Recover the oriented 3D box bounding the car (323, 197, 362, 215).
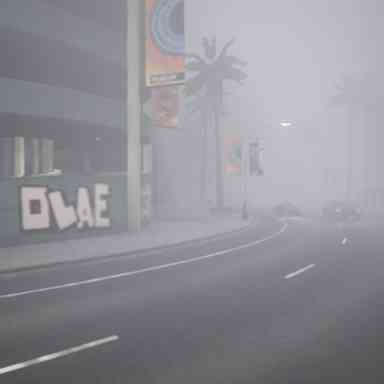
[{"bbox_3d":[16.451,1.505,36.617,2.097,1.767,4.553,0,0,-1],"label":"car"}]

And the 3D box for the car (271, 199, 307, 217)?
[{"bbox_3d":[9.404,1.720,32.729,1.994,1.385,4.181,0,0,1],"label":"car"}]

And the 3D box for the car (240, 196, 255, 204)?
[{"bbox_3d":[11.353,1.772,69.184,1.895,1.301,4.718,0,0,-3],"label":"car"}]

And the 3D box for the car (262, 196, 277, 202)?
[{"bbox_3d":[20.412,1.795,89.388,2.185,1.767,4.553,0,0,-3],"label":"car"}]

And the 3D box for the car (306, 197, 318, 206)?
[{"bbox_3d":[21.929,1.748,60.052,2.231,1.521,4.892,0,0,-3],"label":"car"}]

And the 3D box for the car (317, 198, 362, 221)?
[{"bbox_3d":[12.601,1.471,28.269,2.097,1.767,4.553,0,0,5],"label":"car"}]
